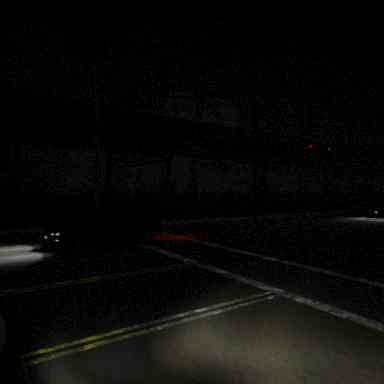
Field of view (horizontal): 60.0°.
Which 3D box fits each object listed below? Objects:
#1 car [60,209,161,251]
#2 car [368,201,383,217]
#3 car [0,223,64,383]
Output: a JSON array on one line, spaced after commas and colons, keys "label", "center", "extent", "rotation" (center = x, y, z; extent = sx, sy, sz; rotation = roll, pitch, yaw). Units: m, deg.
[{"label": "car", "center": [-3.669, 1.505, 14.273], "extent": [4.892, 1.490, 1.837], "rotation": [0, 0, -36]}, {"label": "car", "center": [17.415, 1.482, 29.319], "extent": [4.892, 1.490, 1.837], "rotation": [0, 0, -36]}, {"label": "car", "center": [-3.640, 1.221, 1.180], "extent": [5.566, 2.045, 2.150], "rotation": [0, 0, -35]}]
